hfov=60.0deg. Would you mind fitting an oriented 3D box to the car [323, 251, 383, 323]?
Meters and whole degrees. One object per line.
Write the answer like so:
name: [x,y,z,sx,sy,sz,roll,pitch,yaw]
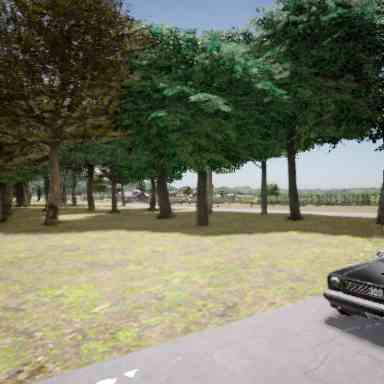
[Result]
car: [4.598,1.617,6.342,4.718,1.301,1.895,0,0,-35]
